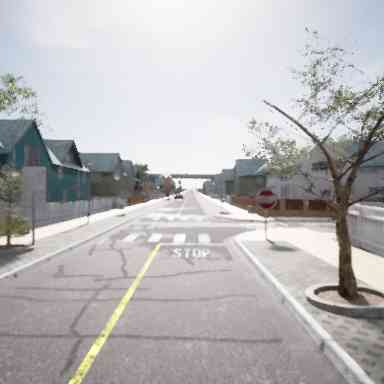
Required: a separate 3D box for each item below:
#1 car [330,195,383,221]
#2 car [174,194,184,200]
[{"bbox_3d":[11.545,1.209,20.755,5.566,2.045,2.150,0,-1,-1],"label":"car"},{"bbox_3d":[-2.759,1.020,69.969,1.895,1.301,4.718,0,0,0],"label":"car"}]
